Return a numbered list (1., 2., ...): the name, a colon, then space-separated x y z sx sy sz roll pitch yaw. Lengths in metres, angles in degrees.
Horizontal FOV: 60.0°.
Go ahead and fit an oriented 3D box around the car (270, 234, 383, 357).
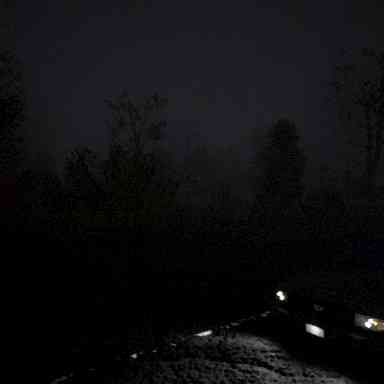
1. car: 3.859 1.547 6.232 5.357 1.411 2.033 0 0 -36
